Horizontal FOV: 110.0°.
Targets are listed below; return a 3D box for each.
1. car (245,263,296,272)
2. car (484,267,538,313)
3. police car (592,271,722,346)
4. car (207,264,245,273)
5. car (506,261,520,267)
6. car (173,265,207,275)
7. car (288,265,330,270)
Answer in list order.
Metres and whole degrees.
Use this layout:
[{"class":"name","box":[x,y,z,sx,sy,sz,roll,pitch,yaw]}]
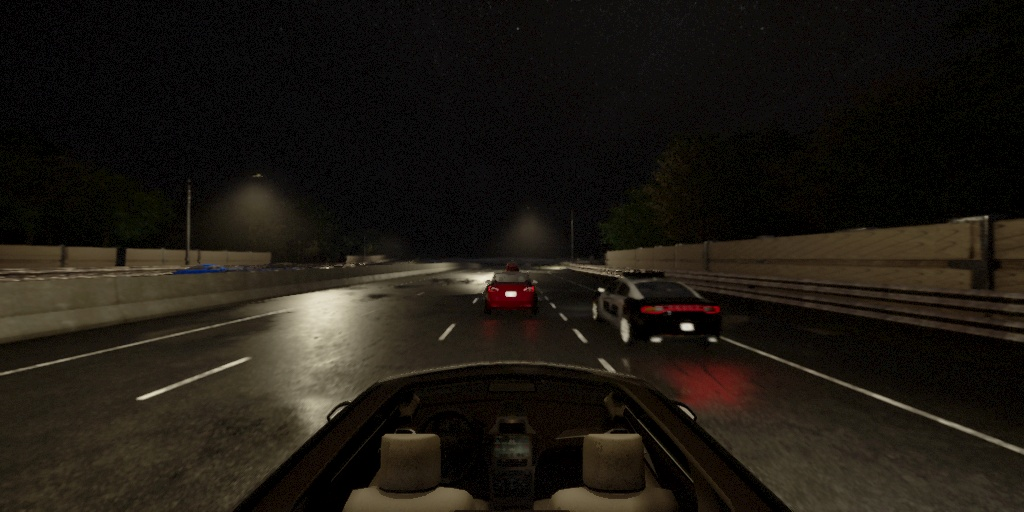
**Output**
[{"class":"car","box":[-21.016,1.399,32.192,2.097,1.767,4.553,0,-1,0]},{"class":"car","box":[-0.024,1.356,14.490,2.163,1.488,4.792,0,-1,0]},{"class":"police car","box":[3.500,1.233,9.753,1.930,1.638,5.238,0,0,0]},{"class":"car","box":[-24.514,1.613,32.323,1.994,1.385,4.181,0,-1,0]},{"class":"car","box":[0.101,1.766,53.974,1.882,1.535,5.008,0,-1,0]},{"class":"car","box":[-28.011,1.530,32.598,1.882,1.535,5.008,0,-1,0]},{"class":"car","box":[-17.514,1.650,32.308,1.895,1.301,4.718,0,-1,0]}]
